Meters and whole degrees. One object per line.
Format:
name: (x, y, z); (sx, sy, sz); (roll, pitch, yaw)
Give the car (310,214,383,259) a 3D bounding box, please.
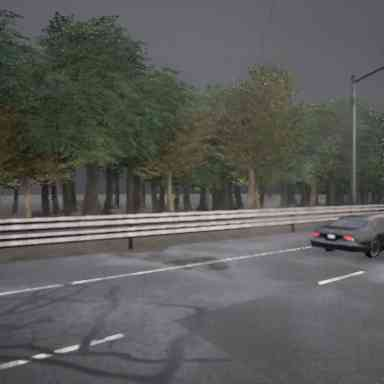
car: (6.828, 1.587, 12.881); (5.357, 1.411, 2.033); (0, 0, -35)
